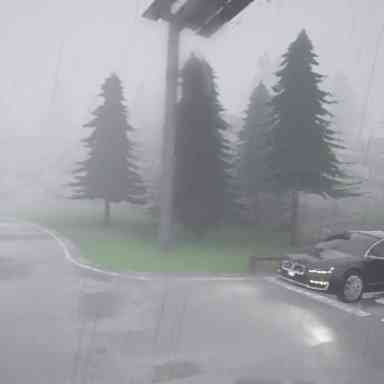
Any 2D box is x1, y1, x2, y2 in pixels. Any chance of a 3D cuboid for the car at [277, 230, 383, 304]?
[{"bbox_3d":[4.526,1.784,8.698,4.892,1.490,1.837,4,-2,-24],"label":"car"}]
